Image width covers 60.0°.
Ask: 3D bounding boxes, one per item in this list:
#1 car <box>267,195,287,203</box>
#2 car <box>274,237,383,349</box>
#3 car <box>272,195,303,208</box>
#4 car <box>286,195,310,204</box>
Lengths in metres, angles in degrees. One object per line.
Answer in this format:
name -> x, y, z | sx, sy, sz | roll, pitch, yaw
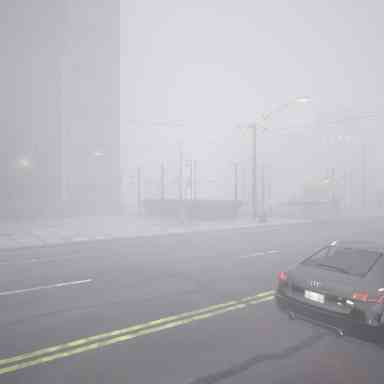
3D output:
car -> 17.359, 1.452, 67.790 | 3.806, 1.475, 1.970 | 0, 0, -36
car -> 3.499, 1.564, 6.243 | 4.181, 1.385, 1.994 | 0, 0, -36
car -> 13.356, 1.254, 44.728 | 4.553, 1.767, 2.185 | 0, 0, -36
car -> 20.266, 1.420, 63.789 | 4.674, 1.452, 2.002 | 0, 0, -36
